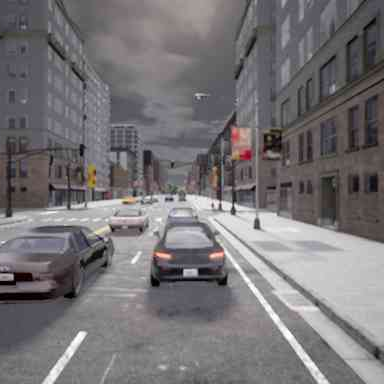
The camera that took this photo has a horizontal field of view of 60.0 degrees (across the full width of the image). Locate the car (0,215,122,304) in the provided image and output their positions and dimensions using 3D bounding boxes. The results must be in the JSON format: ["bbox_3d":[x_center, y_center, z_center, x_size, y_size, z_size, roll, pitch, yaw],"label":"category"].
[{"bbox_3d":[-3.360,1.562,8.407,2.033,1.411,5.357,0,0,-1],"label":"car"}]

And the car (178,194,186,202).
[{"bbox_3d":[-2.368,1.740,81.672,1.895,1.301,4.718,0,0,-2],"label":"car"}]

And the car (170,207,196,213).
[{"bbox_3d":[-0.516,1.580,18.905,2.033,1.411,5.357,0,0,-2],"label":"car"}]

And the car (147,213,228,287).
[{"bbox_3d":[-0.132,1.541,9.322,1.812,1.442,4.674,0,0,-3],"label":"car"}]

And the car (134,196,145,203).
[{"bbox_3d":[-11.953,1.667,75.895,1.812,1.442,4.674,0,0,-2],"label":"car"}]

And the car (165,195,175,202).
[{"bbox_3d":[-5.604,1.622,81.130,1.882,1.535,5.008,0,0,-2],"label":"car"}]

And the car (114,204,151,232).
[{"bbox_3d":[-3.708,1.637,20.292,1.895,1.301,4.718,0,0,-2],"label":"car"}]

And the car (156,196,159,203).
[{"bbox_3d":[-8.705,1.667,76.040,2.128,1.511,4.902,0,0,-2],"label":"car"}]

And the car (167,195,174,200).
[{"bbox_3d":[-5.911,1.532,91.546,1.837,1.490,4.892,0,0,-2],"label":"car"}]

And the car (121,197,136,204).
[{"bbox_3d":[-11.556,1.595,60.581,1.882,1.535,5.008,0,0,-1],"label":"car"}]

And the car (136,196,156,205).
[{"bbox_3d":[-8.315,1.608,60.949,2.128,1.511,4.902,0,0,-1],"label":"car"}]
